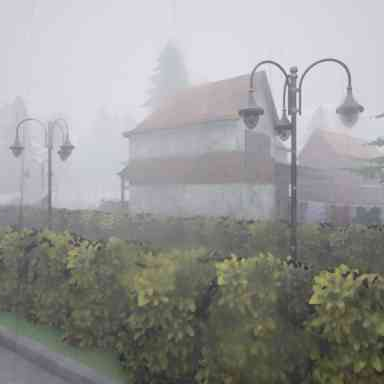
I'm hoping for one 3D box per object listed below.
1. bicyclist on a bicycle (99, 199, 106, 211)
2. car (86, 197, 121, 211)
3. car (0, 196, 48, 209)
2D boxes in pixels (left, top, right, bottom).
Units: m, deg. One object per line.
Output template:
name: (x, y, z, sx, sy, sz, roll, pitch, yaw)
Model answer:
bicyclist on a bicycle: (-7.824, 1.463, 29.502, 1.656, 1.620, 0.582, 0, 0, 36)
car: (-10.100, 1.514, 39.031, 2.097, 1.767, 4.553, 0, 0, 37)
car: (-16.060, 1.384, 30.833, 2.150, 2.045, 5.566, 0, 0, 36)
